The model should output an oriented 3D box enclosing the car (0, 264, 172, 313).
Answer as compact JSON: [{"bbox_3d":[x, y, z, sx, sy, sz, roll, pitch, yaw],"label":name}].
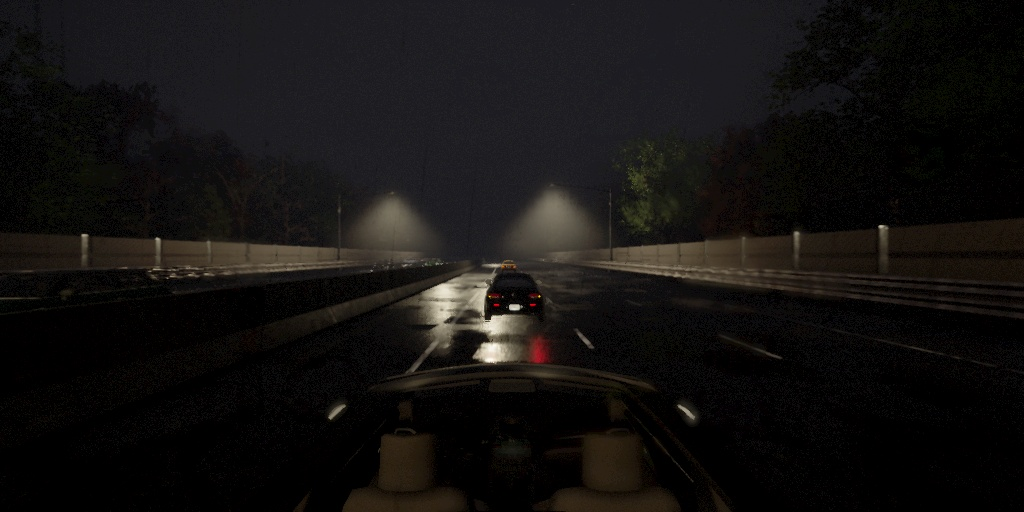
[{"bbox_3d":[-10.621,1.107,8.233,2.097,1.767,4.553,0,0,0],"label":"car"}]

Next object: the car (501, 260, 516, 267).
[{"bbox_3d":[-0.424,1.226,44.540,1.801,1.575,5.366,0,0,-1],"label":"car"}]

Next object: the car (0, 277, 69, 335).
[{"bbox_3d":[-14.122,1.320,8.529,1.994,1.385,4.181,0,0,0],"label":"car"}]

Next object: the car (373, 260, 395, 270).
[{"bbox_3d":[-18.281,1.274,51.539,1.837,1.490,4.892,0,0,-1],"label":"car"}]

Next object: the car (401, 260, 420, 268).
[{"bbox_3d":[-14.797,1.262,52.324,2.128,1.511,4.902,0,0,-1],"label":"car"}]

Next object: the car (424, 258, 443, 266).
[{"bbox_3d":[-11.291,1.123,52.078,2.097,1.767,4.553,0,0,-1],"label":"car"}]

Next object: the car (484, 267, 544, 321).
[{"bbox_3d":[0.060,1.281,12.371,1.812,1.442,4.674,0,0,0],"label":"car"}]

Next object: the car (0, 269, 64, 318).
[{"bbox_3d":[-17.630,1.249,10.799,2.128,1.511,4.902,0,0,0],"label":"car"}]
